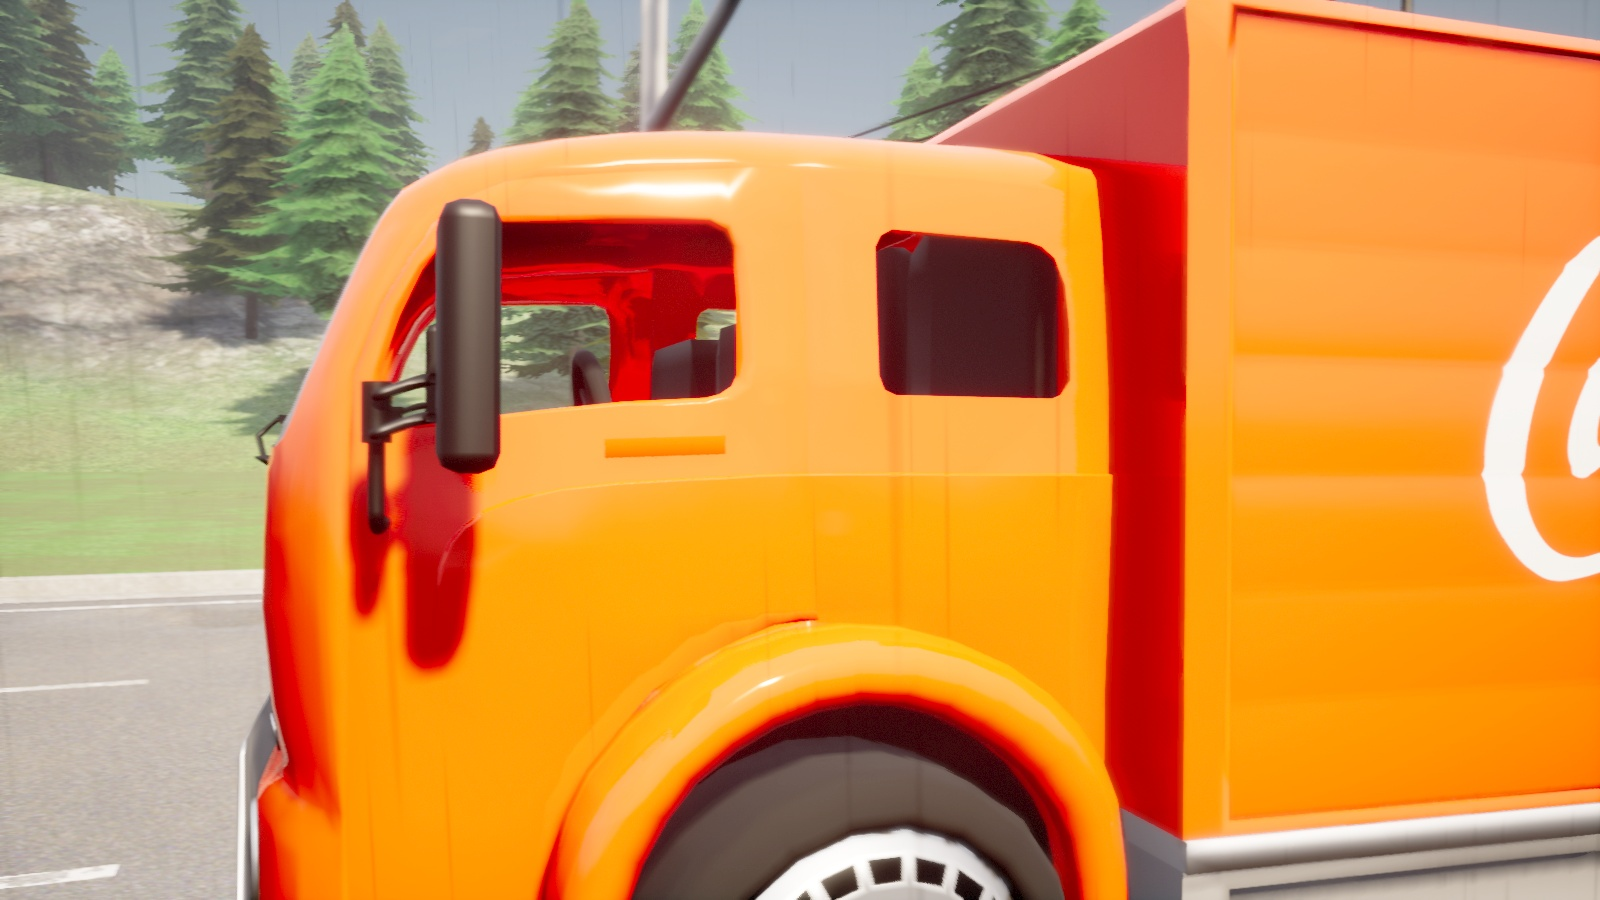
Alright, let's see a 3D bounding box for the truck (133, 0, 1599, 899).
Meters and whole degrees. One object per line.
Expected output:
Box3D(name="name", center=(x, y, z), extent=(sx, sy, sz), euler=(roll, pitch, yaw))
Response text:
Box3D(name="truck", center=(1.221, 0.231, 3.710), extent=(5.204, 2.467, 2.627), euler=(-1, 1, -17))
